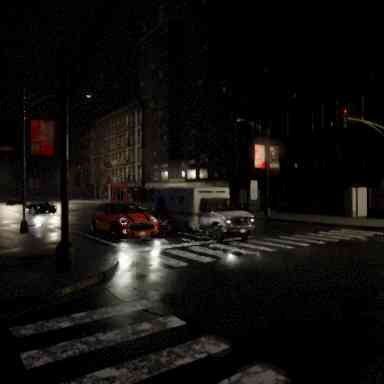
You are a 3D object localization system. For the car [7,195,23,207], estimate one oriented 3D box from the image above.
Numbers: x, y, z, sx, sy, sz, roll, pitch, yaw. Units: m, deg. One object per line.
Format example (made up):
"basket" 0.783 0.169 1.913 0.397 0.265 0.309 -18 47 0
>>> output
"car" -24.400 1.211 46.314 1.812 1.442 4.674 0 0 -36

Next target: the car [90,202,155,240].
"car" -3.577 1.337 17.140 2.097 1.767 4.553 0 0 -36

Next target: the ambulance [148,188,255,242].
"ambulance" 0.414 1.010 17.324 2.351 2.431 6.366 0 0 -36

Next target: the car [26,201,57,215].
"car" -14.735 1.529 32.691 1.895 1.301 4.718 0 0 -36
